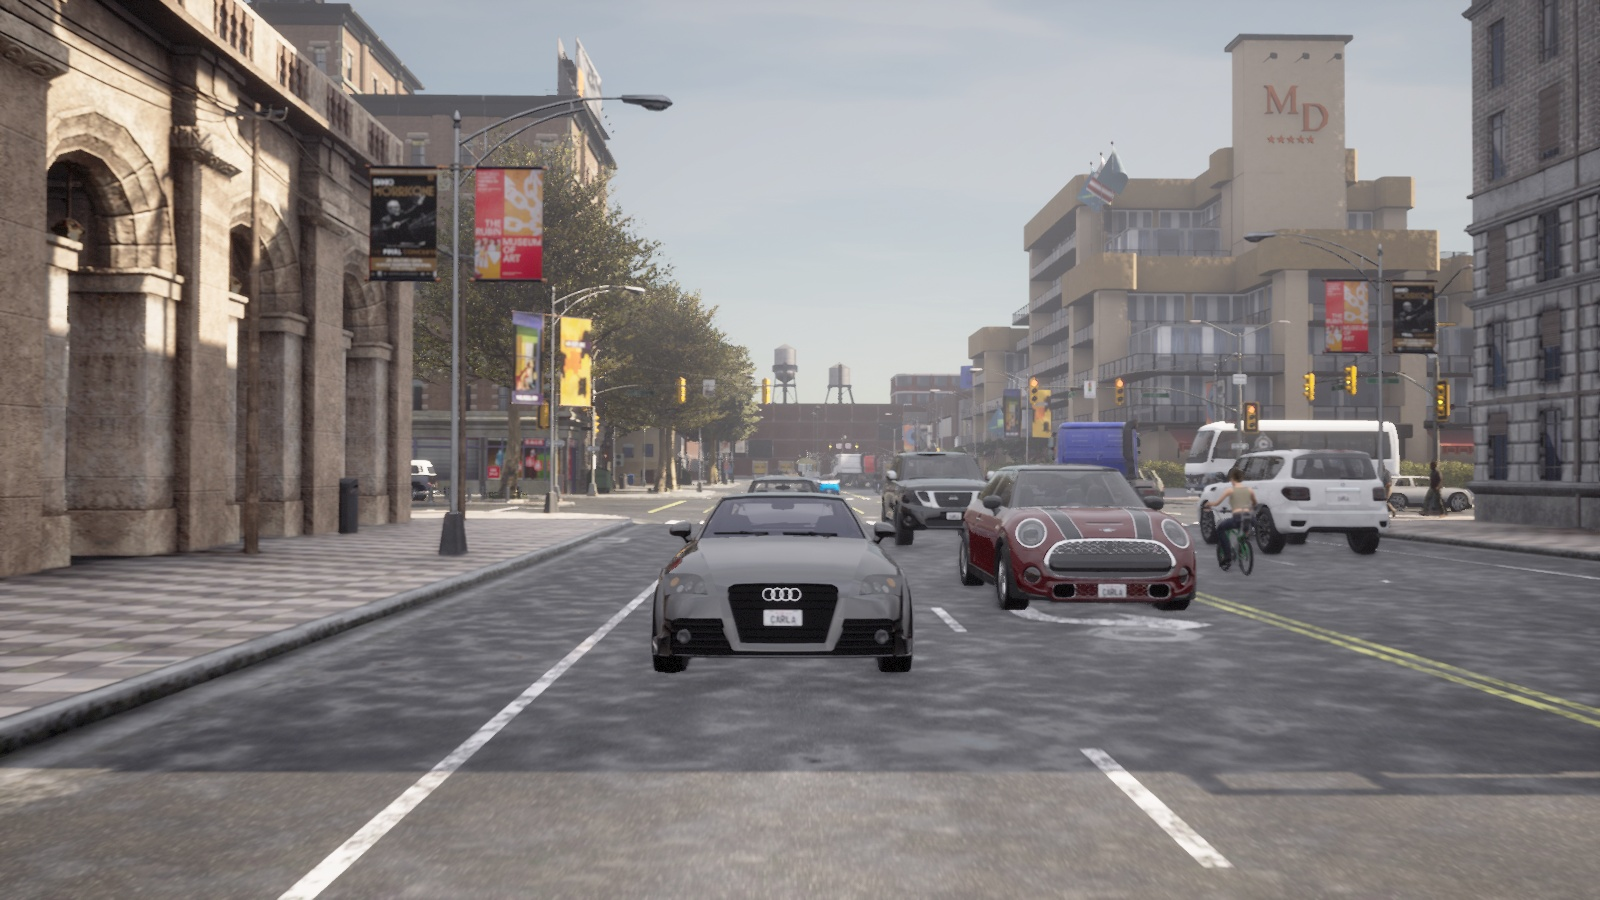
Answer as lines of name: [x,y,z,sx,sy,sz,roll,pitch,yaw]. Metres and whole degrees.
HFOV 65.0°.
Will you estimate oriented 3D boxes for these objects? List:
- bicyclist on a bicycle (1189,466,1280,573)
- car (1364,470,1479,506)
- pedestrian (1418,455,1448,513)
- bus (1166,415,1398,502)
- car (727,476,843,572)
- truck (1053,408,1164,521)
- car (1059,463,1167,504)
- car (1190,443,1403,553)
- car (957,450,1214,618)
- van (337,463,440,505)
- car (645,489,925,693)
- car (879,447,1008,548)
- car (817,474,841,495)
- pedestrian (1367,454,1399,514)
bicyclist on a bicycle: [6.760,1.059,19.621,0.866,1.612,1.509,0,-1,-1]
car: [25.936,1.572,52.489,3.806,1.475,1.970,0,-1,-1]
pedestrian: [20.139,1.073,39.943,0.703,1.840,0.431,0,-1,-11]
bus: [24.371,0.432,63.955,10.273,4.253,3.944,0,-1,-1]
car: [-0.273,1.200,21.751,1.816,1.474,4.193,0,-1,-1]
truck: [10.368,0.523,42.911,2.891,3.462,7.936,-1,-1,8]
car: [14.691,1.578,58.955,4.605,1.855,1.932,0,-1,-19]
car: [10.135,0.941,26.223,2.150,2.045,5.566,0,-1,-1]
car: [3.309,0.926,15.586,2.097,1.767,4.553,0,-1,-1]
van: [-20.693,1.696,63.276,4.480,2.038,2.069,0,-1,-1]
car: [-0.140,1.068,11.055,1.994,1.385,4.181,0,-1,-1]
car: [3.092,1.003,28.333,2.150,2.045,5.566,0,-1,-1]
car: [1.934,2.287,83.599,1.481,1.376,2.207,0,-1,-1]
pedestrian: [18.153,1.066,39.114,0.694,1.848,0.540,0,-1,-11]
